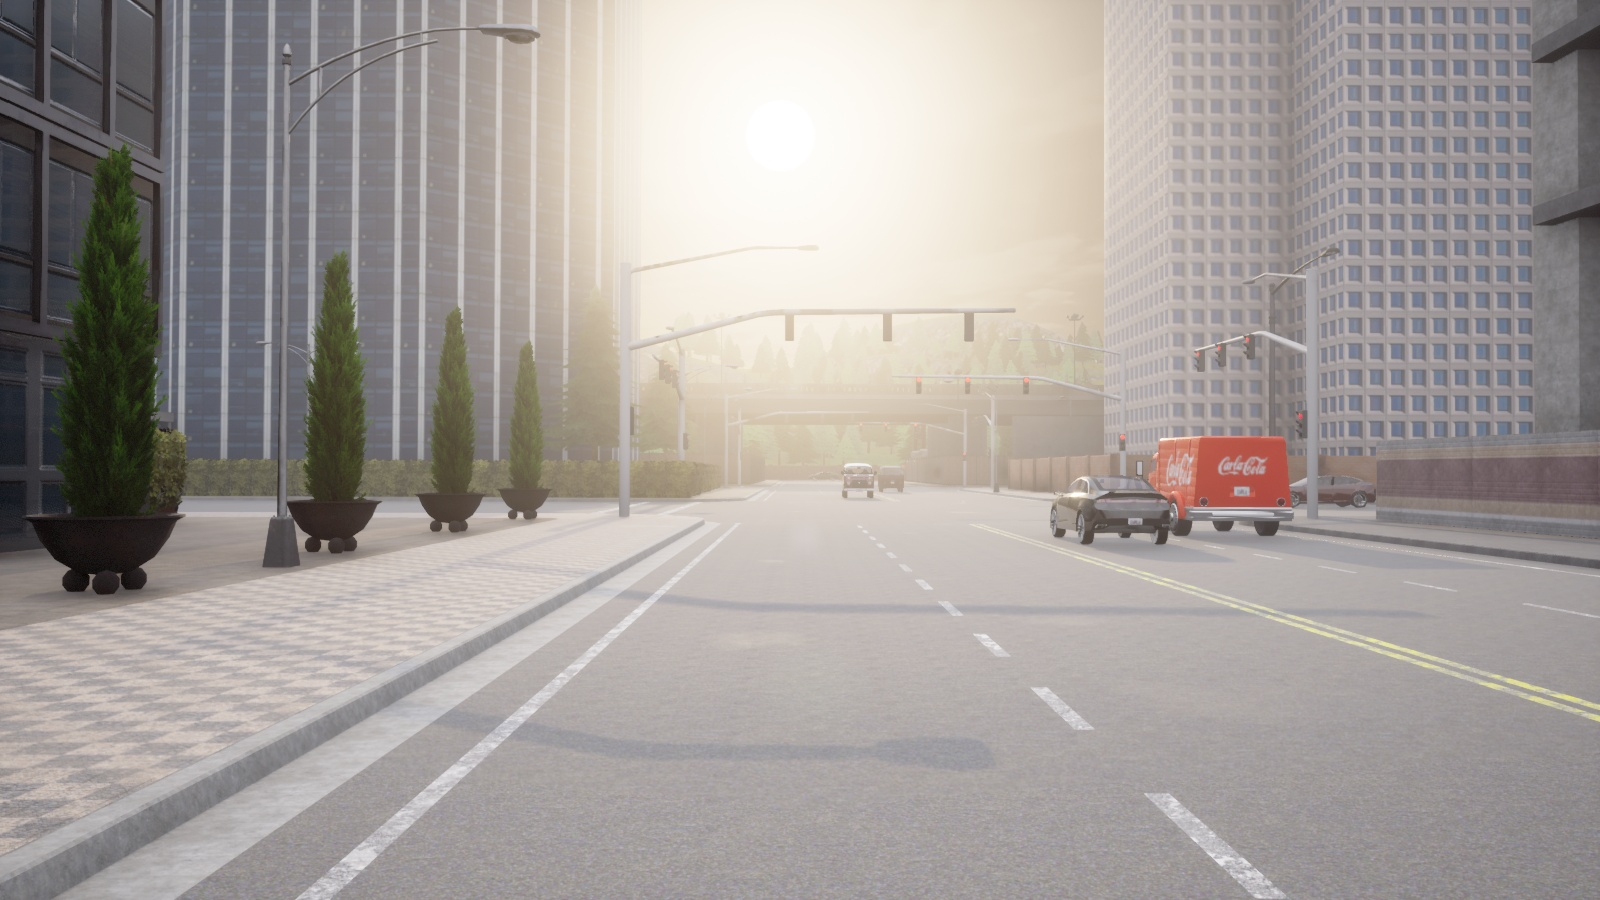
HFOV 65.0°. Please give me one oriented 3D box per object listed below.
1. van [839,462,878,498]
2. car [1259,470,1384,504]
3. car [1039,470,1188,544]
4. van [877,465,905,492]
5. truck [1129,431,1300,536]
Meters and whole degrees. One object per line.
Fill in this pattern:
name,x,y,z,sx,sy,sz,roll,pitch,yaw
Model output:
van,3.382,1.758,73.672,2.069,2.038,4.480,0,-1,0
car,23.678,1.676,57.119,4.792,1.488,2.163,0,-1,0
car,6.955,1.219,28.436,2.128,1.511,4.902,0,-1,0
van,6.849,2.127,94.728,1.775,1.987,4.442,0,-1,0
truck,10.448,0.825,32.182,2.627,2.467,5.204,0,-1,0
